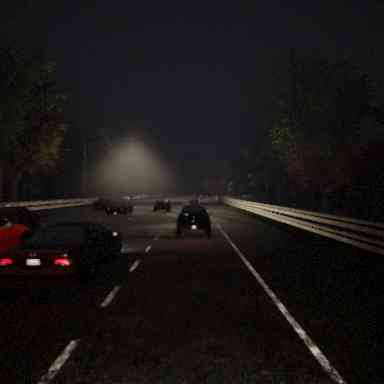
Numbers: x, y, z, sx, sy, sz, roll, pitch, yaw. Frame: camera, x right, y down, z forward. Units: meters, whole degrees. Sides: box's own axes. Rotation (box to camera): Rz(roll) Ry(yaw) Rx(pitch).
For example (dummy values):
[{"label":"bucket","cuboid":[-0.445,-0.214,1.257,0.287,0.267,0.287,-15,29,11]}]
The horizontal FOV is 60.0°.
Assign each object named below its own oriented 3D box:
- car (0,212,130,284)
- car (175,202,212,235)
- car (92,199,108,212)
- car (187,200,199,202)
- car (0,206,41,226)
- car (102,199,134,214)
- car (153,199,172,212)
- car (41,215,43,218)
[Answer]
[{"label":"car","cuboid":[-3.401,1.555,9.636,2.033,1.411,5.357,0,0,0]},{"label":"car","cuboid":[0.100,1.520,18.909,1.837,1.490,4.892,0,-1,0]},{"label":"car","cuboid":[-10.400,1.512,39.608,1.882,1.535,5.008,0,0,0]},{"label":"car","cuboid":[0.100,1.583,37.626,2.033,1.411,5.357,0,0,0]},{"label":"car","cuboid":[-6.902,1.359,10.399,2.097,1.767,4.553,0,0,0]},{"label":"car","cuboid":[-6.899,1.629,32.155,1.895,1.301,4.718,0,0,0]},{"label":"car","cuboid":[-3.401,1.528,38.943,2.128,1.511,4.902,0,0,0]},{"label":"car","cuboid":[-10.400,1.539,19.358,1.812,1.442,4.674,0,0,0]}]
